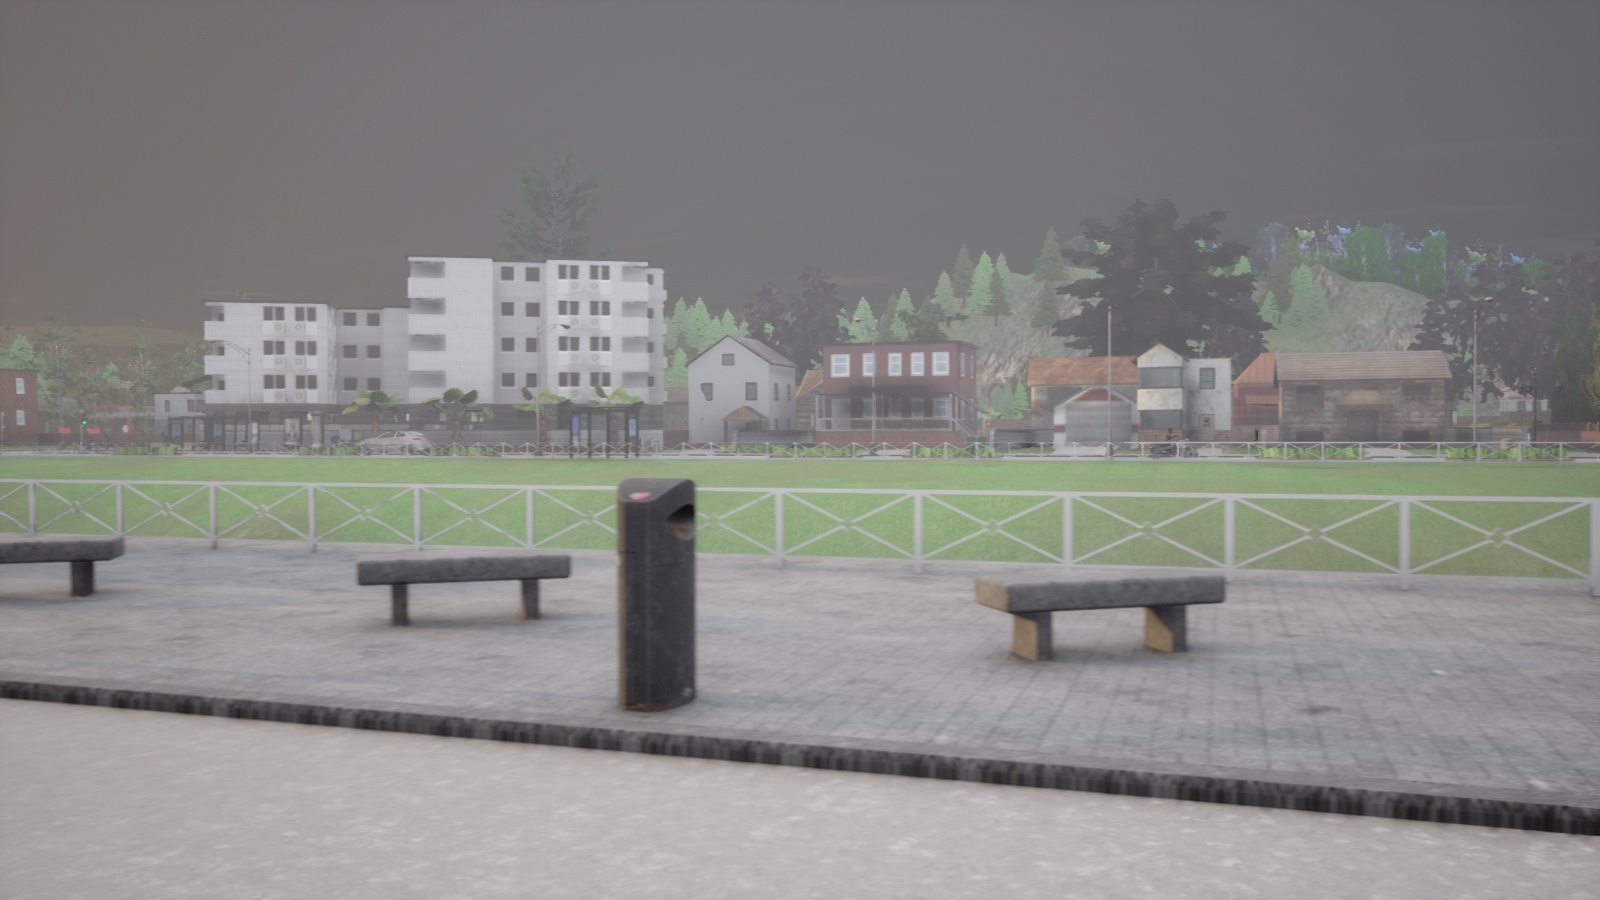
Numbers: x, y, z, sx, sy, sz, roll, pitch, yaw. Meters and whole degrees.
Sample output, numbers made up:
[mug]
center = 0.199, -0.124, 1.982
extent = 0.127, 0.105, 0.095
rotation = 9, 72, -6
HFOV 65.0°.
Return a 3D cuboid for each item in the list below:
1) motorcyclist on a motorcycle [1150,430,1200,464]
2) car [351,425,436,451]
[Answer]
[motorcyclist on a motorcycle]
center = 18.657, -0.154, 62.531
extent = 2.350, 1.649, 0.766
rotation = 1, 1, 19
[car]
center = -26.523, -0.807, 81.960
extent = 5.027, 1.651, 2.152
rotation = 1, 1, 19
